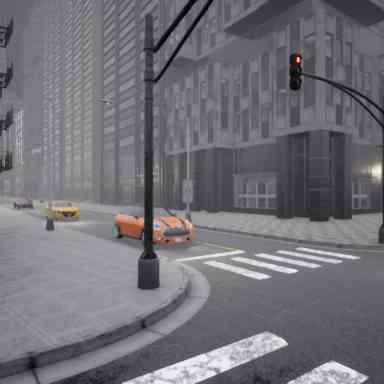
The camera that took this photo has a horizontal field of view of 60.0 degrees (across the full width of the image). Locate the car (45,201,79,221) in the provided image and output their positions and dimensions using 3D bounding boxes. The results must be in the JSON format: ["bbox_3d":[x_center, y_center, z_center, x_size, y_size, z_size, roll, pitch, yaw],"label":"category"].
[{"bbox_3d":[-11.046,1.515,28.126,1.882,1.535,5.008,0,0,-35],"label":"car"}]

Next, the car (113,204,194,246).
[{"bbox_3d":[-1.875,1.371,15.263,2.097,1.767,4.553,0,0,-36],"label":"car"}]

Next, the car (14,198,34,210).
[{"bbox_3d":[-22.563,1.561,44.493,1.882,1.535,5.008,0,0,-35],"label":"car"}]
